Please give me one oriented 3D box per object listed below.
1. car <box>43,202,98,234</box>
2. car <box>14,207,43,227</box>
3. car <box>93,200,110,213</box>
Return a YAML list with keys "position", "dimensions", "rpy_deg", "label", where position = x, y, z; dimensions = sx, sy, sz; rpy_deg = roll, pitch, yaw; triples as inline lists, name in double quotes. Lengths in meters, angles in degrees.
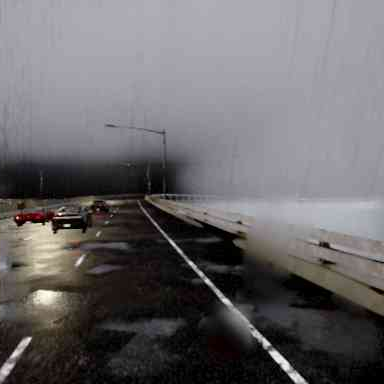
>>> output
- position: [-7.264, 1.617, 20.475]
  dimensions: [2.128, 1.511, 4.902]
  rpy_deg: [-1, 0, -11]
  label: "car"
- position: [-11.749, 1.822, 25.277]
  dimensions: [1.895, 1.301, 4.718]
  rpy_deg: [-1, 0, -11]
  label: "car"
- position: [-10.749, 1.666, 38.848]
  dimensions: [1.837, 1.490, 4.892]
  rpy_deg: [-1, 0, -11]
  label: "car"
